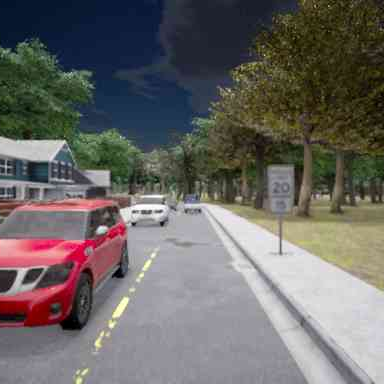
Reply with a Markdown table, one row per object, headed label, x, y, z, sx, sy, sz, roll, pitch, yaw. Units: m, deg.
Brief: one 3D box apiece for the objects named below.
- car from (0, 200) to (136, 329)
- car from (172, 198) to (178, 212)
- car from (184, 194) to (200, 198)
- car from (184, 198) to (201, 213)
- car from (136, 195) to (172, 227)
| label | x | y | z | sx | sy | sz | roll | pitch | yaw |
| --- | --- | --- | --- | --- | --- | --- | --- | --- | --- |
| car | -2.846 | 1.222 | 7.289 | 2.150 | 2.045 | 5.566 | 0 | 0 | 0 |
| car | -2.752 | 1.539 | 40.191 | 1.837 | 1.490 | 4.892 | 0 | 0 | 0 |
| car | 0.007 | 1.274 | 48.360 | 2.150 | 2.045 | 5.566 | 0 | 0 | -2 |
| car | 0.096 | 1.636 | 37.941 | 1.895 | 1.301 | 4.718 | 0 | 0 | 0 |
| car | -2.850 | 1.236 | 23.536 | 2.150 | 2.045 | 5.566 | 0 | 0 | 0 |
